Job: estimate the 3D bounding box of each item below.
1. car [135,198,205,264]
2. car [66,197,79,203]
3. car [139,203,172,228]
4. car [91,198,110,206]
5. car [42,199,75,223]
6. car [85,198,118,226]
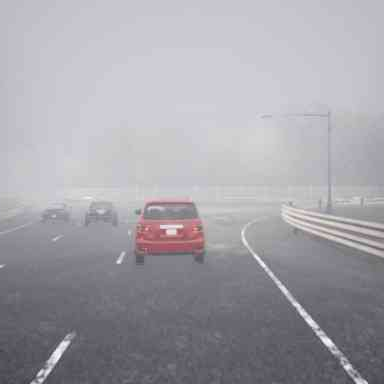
[{"bbox_3d":[-0.890,1.230,12.084,2.150,2.045,5.566,0,0,-7],"label":"car"},{"bbox_3d":[-26.043,1.720,71.417,1.895,1.301,4.718,0,0,-41],"label":"car"},{"bbox_3d":[-2.684,1.546,23.221,1.812,1.442,4.674,0,0,-12],"label":"car"},{"bbox_3d":[-15.573,1.682,56.248,1.895,1.301,4.718,0,0,-30],"label":"car"},{"bbox_3d":[-10.659,1.575,26.431,1.812,1.442,4.674,0,0,-15],"label":"car"},{"bbox_3d":[-6.427,1.386,23.909,2.097,1.767,4.553,0,0,-13],"label":"car"}]
